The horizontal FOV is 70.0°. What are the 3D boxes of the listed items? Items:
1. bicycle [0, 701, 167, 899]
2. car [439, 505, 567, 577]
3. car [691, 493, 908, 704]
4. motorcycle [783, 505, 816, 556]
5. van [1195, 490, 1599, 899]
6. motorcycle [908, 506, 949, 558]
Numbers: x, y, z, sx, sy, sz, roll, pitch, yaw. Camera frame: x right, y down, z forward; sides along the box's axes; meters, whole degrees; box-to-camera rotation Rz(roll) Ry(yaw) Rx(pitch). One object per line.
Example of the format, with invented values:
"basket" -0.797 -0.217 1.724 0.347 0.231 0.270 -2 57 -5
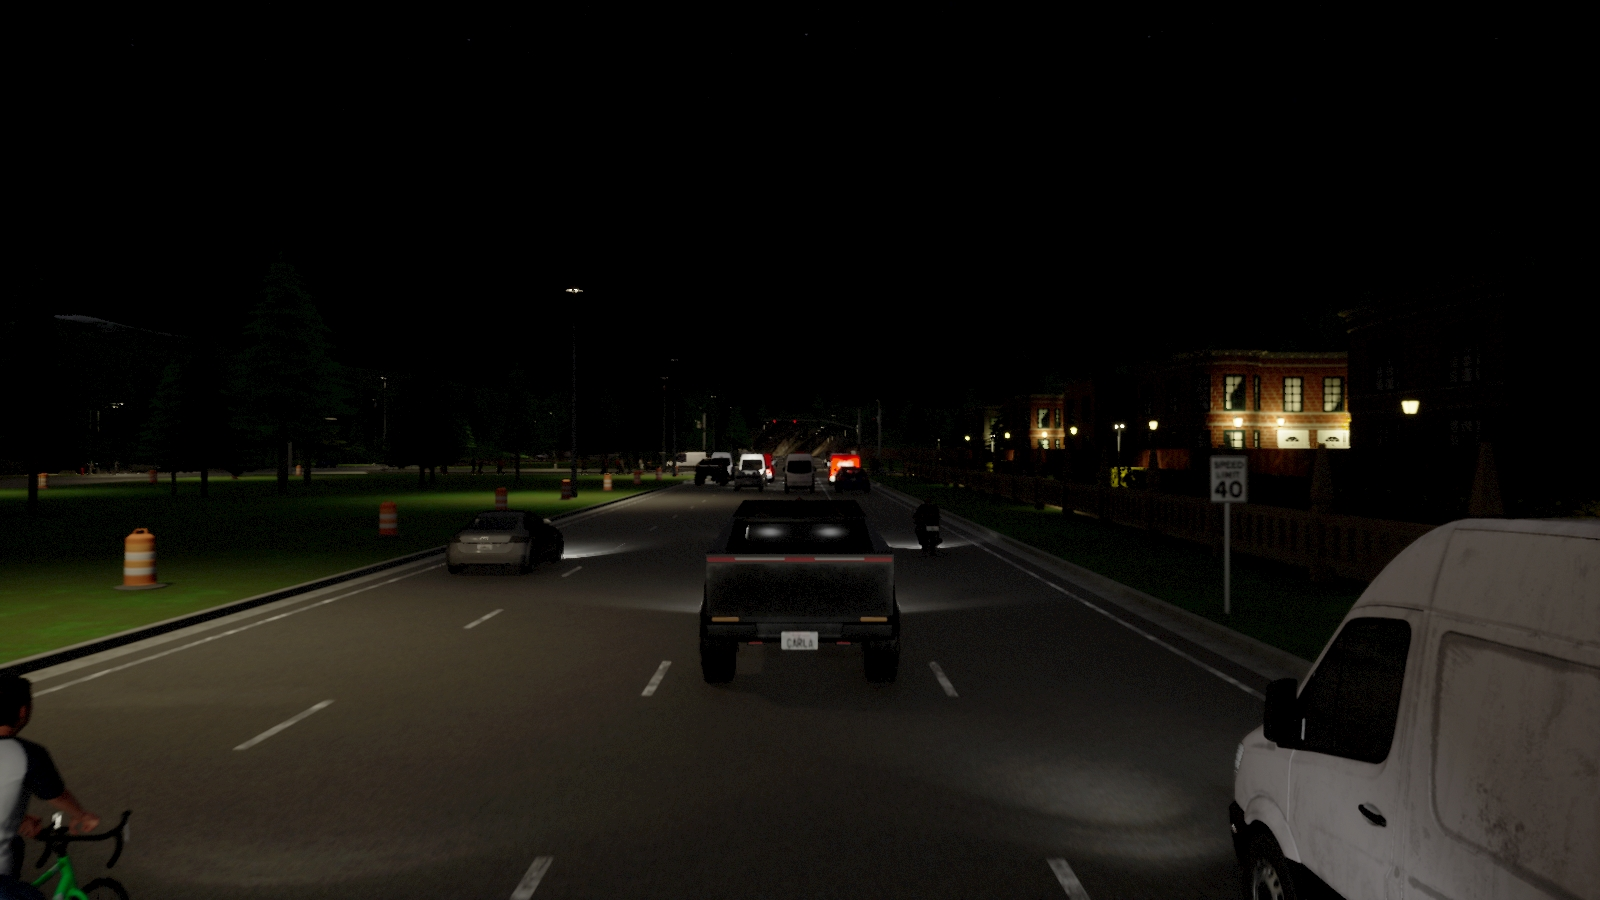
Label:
"bicycle" -3.501 2.056 5.154 0.373 1.496 1.643 0 0 0
"car" -7.008 2.120 27.403 1.994 1.385 4.181 0 0 0
"car" -0.005 1.754 15.730 2.390 2.098 6.274 0 0 0
"motorcycle" -0.009 2.206 31.632 0.867 1.251 2.209 0 0 0
"van" 3.495 1.534 4.266 1.988 2.561 5.915 0 0 0
"motorcycle" 3.491 2.206 31.172 0.867 1.251 2.209 0 0 0
